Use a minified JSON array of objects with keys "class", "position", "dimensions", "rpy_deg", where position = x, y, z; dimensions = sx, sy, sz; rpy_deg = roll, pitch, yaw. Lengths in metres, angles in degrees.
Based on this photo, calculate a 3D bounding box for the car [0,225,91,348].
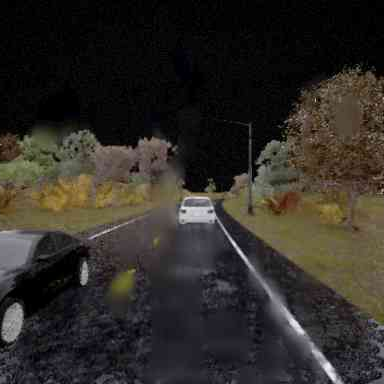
[{"class":"car","position":[-3.529,1.496,6.525],"dimensions":[1.882,1.535,5.008],"rpy_deg":[0,-1,1]}]

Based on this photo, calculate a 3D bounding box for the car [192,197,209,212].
[{"class":"car","position":[1.182,1.537,42.613],"dimensions":[2.097,1.767,4.553],"rpy_deg":[0,0,3]}]

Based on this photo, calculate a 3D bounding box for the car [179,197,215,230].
[{"class":"car","position":[0.361,1.311,21.997],"dimensions":[2.150,2.045,5.566],"rpy_deg":[0,0,2]}]
